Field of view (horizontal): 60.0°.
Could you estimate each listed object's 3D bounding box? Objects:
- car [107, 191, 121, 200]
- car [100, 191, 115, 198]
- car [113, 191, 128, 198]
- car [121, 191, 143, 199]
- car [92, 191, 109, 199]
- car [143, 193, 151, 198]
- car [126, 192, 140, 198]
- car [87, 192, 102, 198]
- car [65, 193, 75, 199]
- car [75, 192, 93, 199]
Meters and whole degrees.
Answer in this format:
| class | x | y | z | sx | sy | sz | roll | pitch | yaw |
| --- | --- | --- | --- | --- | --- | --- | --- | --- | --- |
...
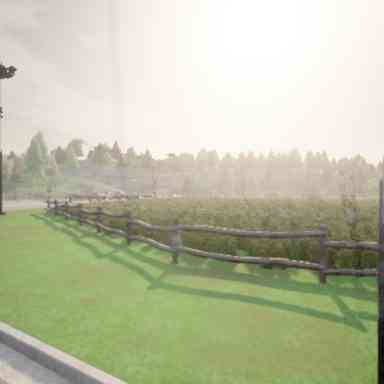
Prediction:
| class | x | y | z | sx | sy | sz | roll | pitch | yaw |
| --- | --- | --- | --- | --- | --- | --- | --- | --- | --- |
| car | -16.692 | 1.055 | 74.842 | 1.895 | 1.301 | 4.718 | 0 | 0 | 10 |
| car | -21.817 | 0.556 | 85.865 | 2.097 | 1.767 | 4.553 | 0 | 0 | 10 |
| car | -18.373 | 0.586 | 85.246 | 2.097 | 1.767 | 4.553 | 0 | 0 | 10 |
| car | -13.326 | 1.016 | 73.783 | 2.128 | 1.511 | 4.902 | 0 | 0 | 10 |
| car | -20.125 | 0.944 | 75.525 | 1.812 | 1.442 | 4.674 | 0 | 0 | 10 |
| car | -11.475 | 0.886 | 84.067 | 1.895 | 1.301 | 4.718 | 0 | 0 | 10 |
| car | -14.924 | 0.761 | 84.656 | 1.837 | 1.490 | 4.892 | 0 | 0 | 10 |
| car | -25.258 | 0.671 | 86.515 | 1.837 | 1.490 | 4.892 | 0 | 0 | 10 |
| car | -27.105 | 0.911 | 76.261 | 2.033 | 1.411 | 5.357 | 0 | 0 | 10 |
| car | -23.660 | 0.941 | 75.642 | 2.033 | 1.411 | 5.357 | 0 | 0 | 10 |
